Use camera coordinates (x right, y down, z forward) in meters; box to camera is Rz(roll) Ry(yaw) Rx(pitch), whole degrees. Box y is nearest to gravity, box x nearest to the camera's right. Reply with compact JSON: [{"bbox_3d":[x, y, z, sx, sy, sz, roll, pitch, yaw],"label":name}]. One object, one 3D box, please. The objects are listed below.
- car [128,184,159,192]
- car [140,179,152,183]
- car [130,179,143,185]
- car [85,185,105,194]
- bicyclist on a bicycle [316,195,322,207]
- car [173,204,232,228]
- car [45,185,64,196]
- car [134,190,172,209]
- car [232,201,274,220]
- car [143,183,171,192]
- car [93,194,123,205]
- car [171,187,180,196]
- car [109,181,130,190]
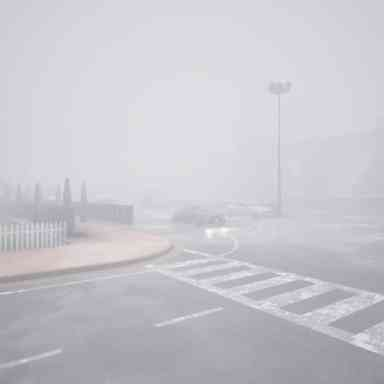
[{"bbox_3d":[-8.555,0.058,57.926,2.033,1.411,5.357,0,6,-37],"label":"car"},{"bbox_3d":[-10.504,-1.827,72.186,2.150,2.045,5.566,0,7,-37],"label":"car"},{"bbox_3d":[-12.828,-1.487,69.603,1.882,1.535,5.008,0,7,-37],"label":"car"},{"bbox_3d":[-16.794,-0.448,57.234,2.033,1.411,5.357,0,7,-37],"label":"car"},{"bbox_3d":[18.061,1.291,47.375,1.656,1.620,0.582,0,0,-37],"label":"bicyclist on a bicycle"},{"bbox_3d":[0.413,1.564,22.440,1.994,1.385,4.181,0,0,-34],"label":"car"},{"bbox_3d":[-21.333,-0.286,51.592,1.837,1.490,4.892,0,6,-36],"label":"car"},{"bbox_3d":[-4.932,1.091,41.318,2.097,1.767,4.553,0,3,-37],"label":"car"},{"bbox_3d":[4.814,1.520,28.472,1.812,1.442,4.674,0,0,-37],"label":"car"},{"bbox_3d":[-6.587,-0.187,61.302,1.882,1.535,5.008,0,7,-37],"label":"car"},{"bbox_3d":[-8.685,1.365,34.677,1.837,1.490,4.892,0,2,-37],"label":"car"},{"bbox_3d":[-4.196,-0.267,63.943,1.882,1.535,5.008,0,7,-37],"label":"car"},{"bbox_3d":[-14.818,-1.300,66.259,1.882,1.535,5.008,0,7,-37],"label":"car"}]
